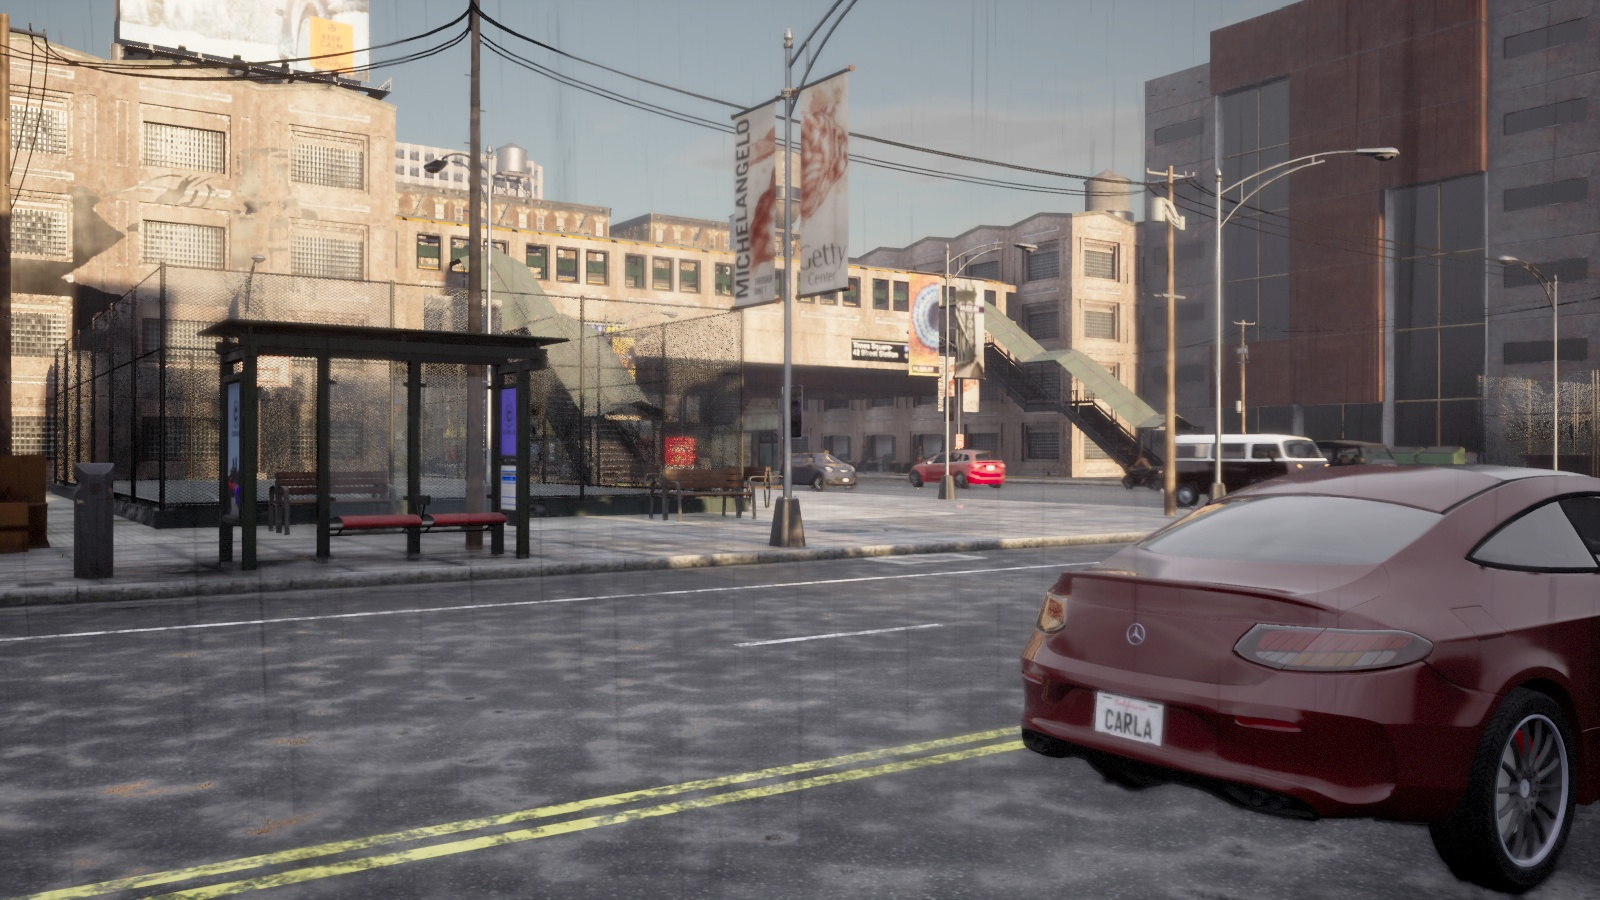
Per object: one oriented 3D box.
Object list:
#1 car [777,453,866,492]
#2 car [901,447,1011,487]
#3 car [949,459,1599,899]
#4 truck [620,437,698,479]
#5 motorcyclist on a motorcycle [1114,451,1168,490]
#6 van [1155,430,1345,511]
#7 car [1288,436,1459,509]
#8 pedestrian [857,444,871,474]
[{"bbox_3d":[0.832,0.881,50.570,1.845,1.501,3.633,0,0,-34],"label":"car"},{"bbox_3d":[6.711,0.708,54.373,2.242,1.667,4.611,0,0,-34],"label":"car"},{"bbox_3d":[3.046,0.778,5.767,4.674,1.442,1.812,0,0,-35],"label":"car"},{"bbox_3d":[-8.703,0.465,77.109,2.627,2.467,5.204,0,0,-34],"label":"truck"},{"bbox_3d":[13.672,0.821,50.400,0.797,1.523,2.044,0,0,-34],"label":"motorcyclist on a motorcycle"},{"bbox_3d":[12.115,0.529,34.086,2.069,2.038,4.480,0,-1,-34],"label":"van"},{"bbox_3d":[15.842,0.592,34.837,1.905,1.878,3.866,0,0,-34],"label":"car"},{"bbox_3d":[3.969,0.583,77.880,0.694,1.848,0.540,0,0,42],"label":"pedestrian"}]
